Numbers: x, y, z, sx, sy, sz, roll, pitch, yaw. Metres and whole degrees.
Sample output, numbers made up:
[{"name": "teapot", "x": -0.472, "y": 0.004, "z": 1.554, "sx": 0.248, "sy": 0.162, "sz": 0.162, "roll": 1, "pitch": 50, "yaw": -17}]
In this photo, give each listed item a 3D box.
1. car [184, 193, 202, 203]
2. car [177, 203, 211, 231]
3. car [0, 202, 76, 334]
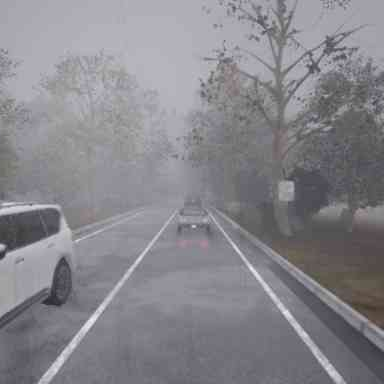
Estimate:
[{"name": "car", "x": 0.102, "y": 1.154, "z": 42.841, "sx": 2.150, "sy": 2.045, "sz": 5.566, "roll": 0, "pitch": 0, "yaw": 0}, {"name": "car", "x": 0.101, "y": 1.567, "z": 20.296, "sx": 1.895, "sy": 1.301, "sz": 4.718, "roll": 0, "pitch": 0, "yaw": 0}, {"name": "car", "x": -3.598, "y": 1.221, "z": 5.062, "sx": 2.150, "sy": 2.045, "sz": 5.566, "roll": 0, "pitch": 0, "yaw": 0}]
